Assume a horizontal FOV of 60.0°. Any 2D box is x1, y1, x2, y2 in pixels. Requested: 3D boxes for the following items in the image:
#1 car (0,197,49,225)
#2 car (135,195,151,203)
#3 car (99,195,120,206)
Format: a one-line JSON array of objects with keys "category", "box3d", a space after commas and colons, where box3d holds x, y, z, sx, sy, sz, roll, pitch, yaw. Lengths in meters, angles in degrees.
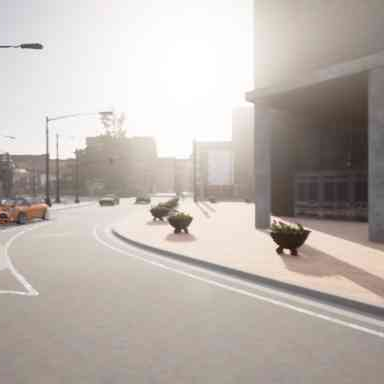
[{"category": "car", "box3d": [-11.525, 1.154, 22.251, 2.097, 1.767, 4.553, 0, 0, 4]}, {"category": "car", "box3d": [-7.681, 1.090, 52.629, 1.895, 1.301, 4.718, 0, 0, 0]}, {"category": "car", "box3d": [-11.263, 1.103, 45.650, 2.033, 1.411, 5.357, 0, 1, 0]}]
